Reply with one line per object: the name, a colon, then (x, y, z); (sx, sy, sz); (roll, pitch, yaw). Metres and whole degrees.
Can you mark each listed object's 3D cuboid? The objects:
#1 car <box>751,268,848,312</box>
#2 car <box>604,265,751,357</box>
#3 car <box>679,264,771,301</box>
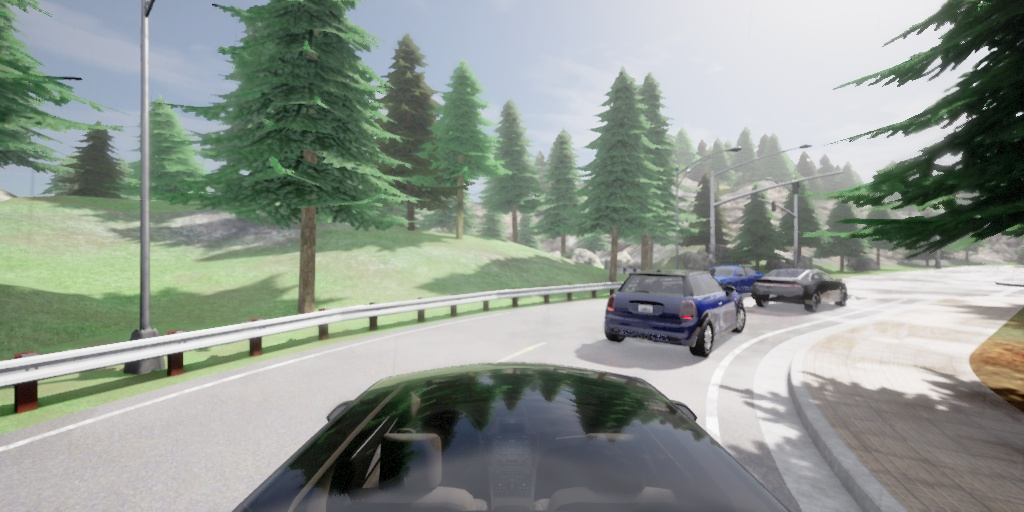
car: (11.363, 1.239, 14.096); (4.902, 1.511, 2.128); (0, 0, -32)
car: (4.176, 1.101, 8.892); (2.097, 1.767, 4.553); (0, 0, 43)
car: (10.793, 1.228, 18.022); (5.008, 1.535, 1.882); (0, 0, -32)
